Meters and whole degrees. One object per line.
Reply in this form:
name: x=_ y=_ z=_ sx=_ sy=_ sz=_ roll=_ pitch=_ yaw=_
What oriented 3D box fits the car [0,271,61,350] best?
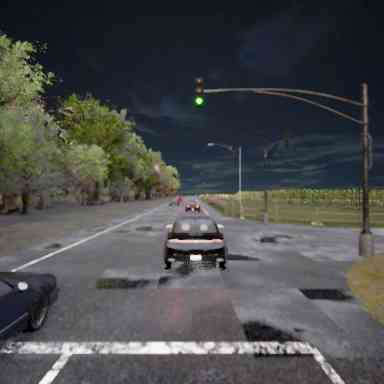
car: x=-3.400 y=1.574 z=3.828 sx=2.033 sy=1.411 sz=5.357 roll=0 pitch=0 yaw=0

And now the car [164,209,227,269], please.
car: x=0.099 y=1.570 z=11.423 sx=2.128 sy=1.511 sz=4.902 roll=0 pitch=0 yaw=0

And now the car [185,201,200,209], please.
car: x=0.098 y=1.891 z=44.710 sx=1.895 sy=1.301 sz=4.718 roll=0 pitch=0 yaw=0

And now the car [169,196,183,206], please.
car: x=-3.402 y=1.968 z=65.444 sx=2.033 sy=1.411 sz=5.357 roll=0 pitch=0 yaw=1
